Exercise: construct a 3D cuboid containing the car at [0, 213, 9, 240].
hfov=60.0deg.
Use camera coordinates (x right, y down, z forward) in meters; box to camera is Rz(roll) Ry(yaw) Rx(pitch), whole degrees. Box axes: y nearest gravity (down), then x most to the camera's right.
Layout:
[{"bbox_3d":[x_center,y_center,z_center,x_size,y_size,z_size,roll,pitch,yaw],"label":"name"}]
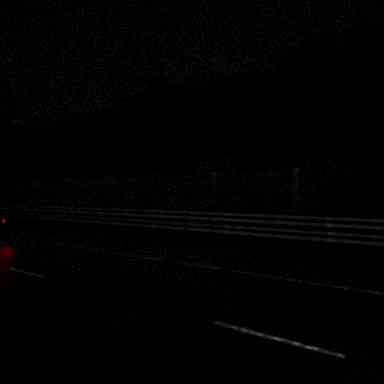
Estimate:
[{"bbox_3d":[-10.803,1.406,15.991,4.553,1.767,2.097,0,0,36],"label":"car"}]
